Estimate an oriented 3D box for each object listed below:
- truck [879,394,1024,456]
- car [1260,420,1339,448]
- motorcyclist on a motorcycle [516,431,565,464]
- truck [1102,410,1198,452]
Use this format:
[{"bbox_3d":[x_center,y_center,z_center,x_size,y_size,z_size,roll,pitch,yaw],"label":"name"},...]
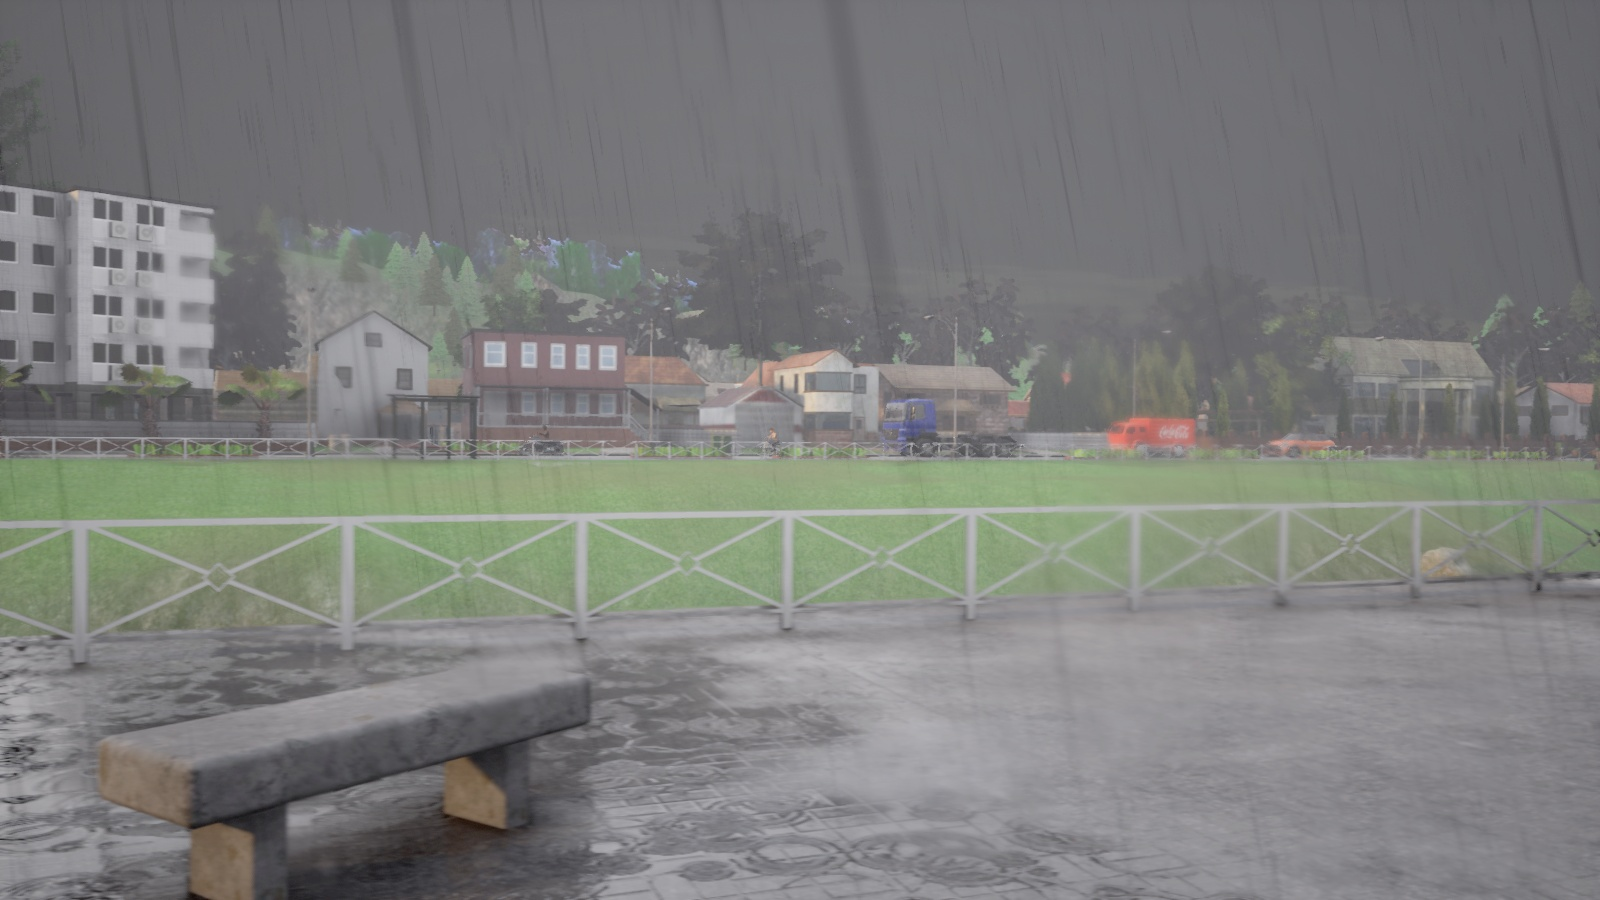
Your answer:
[{"bbox_3d":[8.833,-1.469,73.111,7.936,3.462,2.891,-1,1,-21],"label":"truck"},{"bbox_3d":[32.689,-1.034,82.173,4.553,1.767,2.097,-1,1,-21],"label":"car"},{"bbox_3d":[-13.376,-0.160,64.696,2.350,1.649,0.766,-1,1,-21],"label":"motorcyclist on a motorcycle"},{"bbox_3d":[21.710,-1.193,78.003,5.204,2.467,2.627,-1,1,-21],"label":"truck"}]
